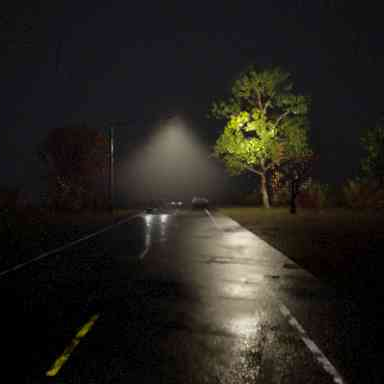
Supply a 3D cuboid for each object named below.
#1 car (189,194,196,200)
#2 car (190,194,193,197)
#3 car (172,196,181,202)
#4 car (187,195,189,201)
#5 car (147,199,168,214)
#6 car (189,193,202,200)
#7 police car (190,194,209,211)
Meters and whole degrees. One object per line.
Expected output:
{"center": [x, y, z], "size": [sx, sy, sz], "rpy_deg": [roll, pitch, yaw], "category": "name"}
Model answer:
{"center": [0.026, 1.291, 92.848], "size": [1.882, 1.535, 5.008], "rpy_deg": [0, 0, 0], "category": "car"}
{"center": [1.065, 1.481, 51.746], "size": [1.882, 1.535, 5.008], "rpy_deg": [0, 0, 0], "category": "car"}
{"center": [-3.478, 1.516, 76.069], "size": [1.895, 1.301, 4.718], "rpy_deg": [0, 0, 0], "category": "car"}
{"center": [0.021, 1.350, 75.753], "size": [1.837, 1.490, 4.892], "rpy_deg": [0, 0, 0], "category": "car"}
{"center": [-3.583, 1.509, 34.984], "size": [1.837, 1.490, 4.892], "rpy_deg": [0, 0, 0], "category": "car"}
{"center": [1.066, 1.227, 57.778], "size": [2.150, 2.045, 5.566], "rpy_deg": [0, 0, 0], "category": "car"}
{"center": [1.062, 1.429, 41.855], "size": [1.930, 1.638, 5.238], "rpy_deg": [0, 0, 0], "category": "police car"}
